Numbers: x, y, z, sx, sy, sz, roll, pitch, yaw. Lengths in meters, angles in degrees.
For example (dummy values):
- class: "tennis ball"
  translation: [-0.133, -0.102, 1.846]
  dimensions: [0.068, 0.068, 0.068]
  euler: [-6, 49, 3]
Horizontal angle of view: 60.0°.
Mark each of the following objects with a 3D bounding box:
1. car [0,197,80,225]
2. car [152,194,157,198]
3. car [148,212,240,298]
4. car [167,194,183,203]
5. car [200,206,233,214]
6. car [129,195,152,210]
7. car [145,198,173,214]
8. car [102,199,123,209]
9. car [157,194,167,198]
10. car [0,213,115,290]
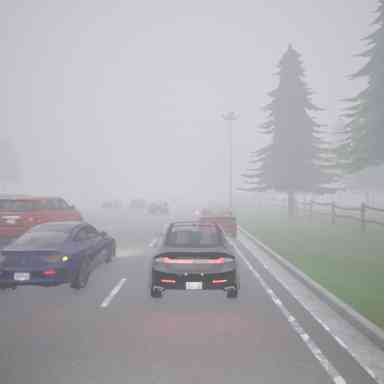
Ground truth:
- class: "car"
  translation: [-6.891, 1.221, 15.400]
  dimensions: [2.150, 2.045, 5.566]
  euler: [0, 0, 0]
- class: "car"
  translation: [-10.444, 1.595, 91.696]
  dimensions: [1.895, 1.301, 4.718]
  euler: [0, 0, 0]
- class: "car"
  translation: [0.057, 1.492, 8.480]
  dimensions: [2.128, 1.511, 4.902]
  euler: [0, 0, 0]
- class: "car"
  translation: [-3.359, 1.547, 66.442]
  dimensions: [2.033, 1.411, 5.357]
  euler: [0, 0, 0]
- class: "car"
  translation: [1.236, 1.478, 17.821]
  dimensions: [1.882, 1.535, 5.008]
  euler: [0, 0, 0]
- class: "car"
  translation: [-6.874, 1.491, 43.057]
  dimensions: [2.128, 1.511, 4.902]
  euler: [0, 0, 0]
- class: "car"
  translation: [-3.379, 1.601, 34.980]
  dimensions: [1.895, 1.301, 4.718]
  euler: [0, 0, 0]
- class: "car"
  translation: [-10.374, 1.601, 43.849]
  dimensions: [1.895, 1.301, 4.718]
  euler: [0, 0, 0]
- class: "car"
  translation: [-6.948, 1.355, 84.846]
  dimensions: [2.097, 1.767, 4.553]
  euler: [0, 0, 0]
- class: "car"
  translation: [-3.408, 1.526, 8.980]
  dimensions: [1.812, 1.442, 4.674]
  euler: [0, 0, 0]
